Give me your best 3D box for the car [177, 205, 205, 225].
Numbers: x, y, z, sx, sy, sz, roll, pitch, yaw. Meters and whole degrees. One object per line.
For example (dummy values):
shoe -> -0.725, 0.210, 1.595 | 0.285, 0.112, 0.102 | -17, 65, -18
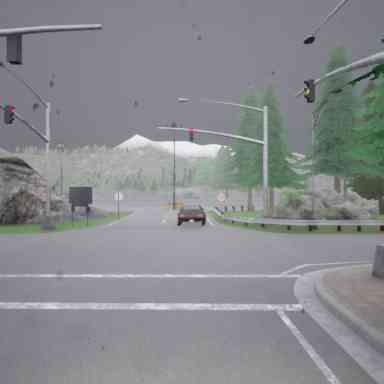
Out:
car -> -0.080, 1.596, 24.150 | 1.895, 1.301, 4.718 | 0, 0, -1
